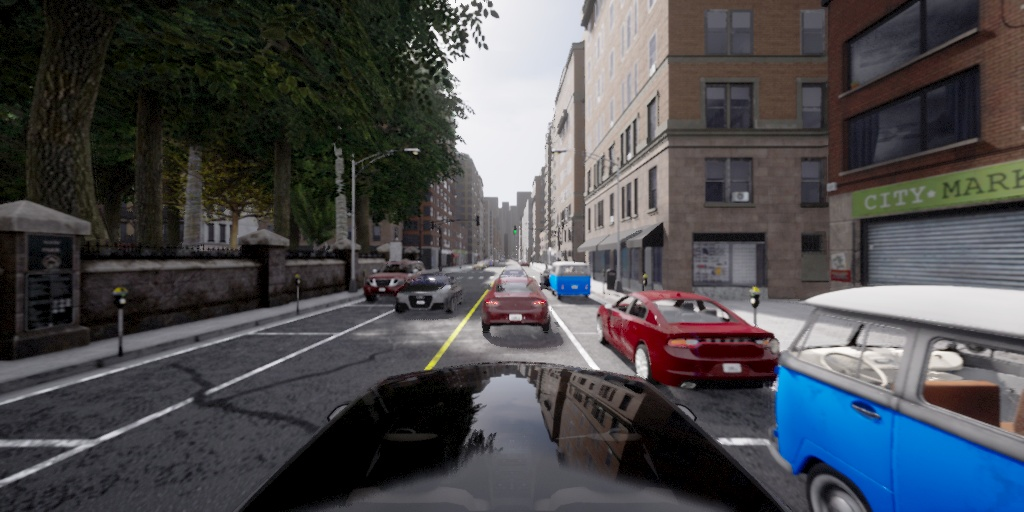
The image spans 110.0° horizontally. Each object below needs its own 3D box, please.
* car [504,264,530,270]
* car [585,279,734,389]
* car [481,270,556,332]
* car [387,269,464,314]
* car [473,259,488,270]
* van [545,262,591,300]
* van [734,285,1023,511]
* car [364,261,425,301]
[{"bbox_3d":[0.104,1.427,21.697,2.033,1.411,5.357,0,0,0],"label":"car"},{"bbox_3d":[2.857,1.330,6.876,1.888,1.381,4.507,0,0,0],"label":"car"},{"bbox_3d":[0.102,1.337,11.025,1.812,1.442,4.674,0,0,0],"label":"car"},{"bbox_3d":[-3.089,1.395,14.105,1.994,1.385,4.181,0,0,0],"label":"car"},{"bbox_3d":[-5.664,1.639,61.675,1.751,1.417,4.829,0,0,0],"label":"car"},{"bbox_3d":[2.858,1.198,18.197,1.690,1.789,3.998,0,0,0],"label":"van"},{"bbox_3d":[2.857,1.087,1.215,1.690,1.789,3.998,0,0,0],"label":"van"},{"bbox_3d":[-5.667,1.172,18.157,2.192,1.841,5.009,0,0,0],"label":"car"}]
